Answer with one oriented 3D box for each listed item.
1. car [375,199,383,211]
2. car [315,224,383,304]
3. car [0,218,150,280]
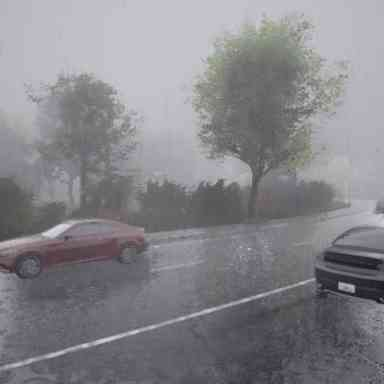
[{"bbox_3d":[23.194,1.527,39.771,2.128,1.511,4.902,0,0,32],"label":"car"},{"bbox_3d":[4.727,1.517,7.710,4.892,1.490,1.837,0,0,-40],"label":"car"},{"bbox_3d":[-3.531,1.560,10.273,4.674,1.442,1.812,0,0,-38],"label":"car"}]
